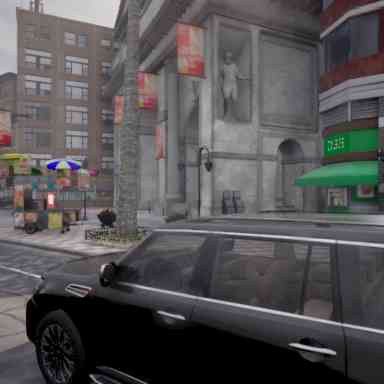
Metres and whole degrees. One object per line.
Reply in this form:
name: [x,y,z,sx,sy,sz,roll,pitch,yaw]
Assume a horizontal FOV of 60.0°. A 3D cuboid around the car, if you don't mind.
car: [0.524,1.221,3.518,5.566,2.045,2.150,0,0,36]
